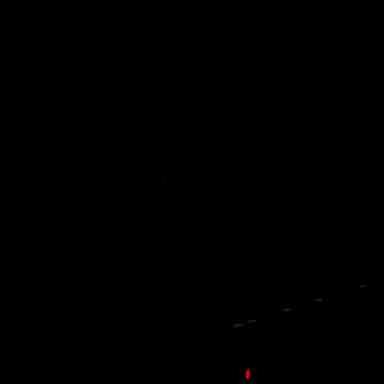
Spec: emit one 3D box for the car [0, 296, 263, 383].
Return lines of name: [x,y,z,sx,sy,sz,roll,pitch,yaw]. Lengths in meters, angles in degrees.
car: [-1.923,1.546,2.004,5.357,1.411,2.033,0,0,-35]
